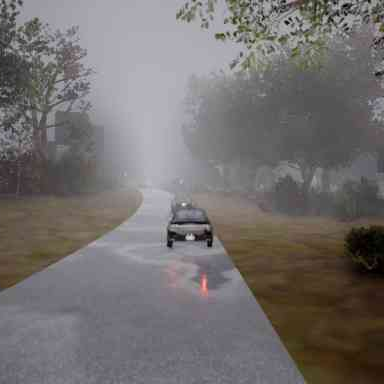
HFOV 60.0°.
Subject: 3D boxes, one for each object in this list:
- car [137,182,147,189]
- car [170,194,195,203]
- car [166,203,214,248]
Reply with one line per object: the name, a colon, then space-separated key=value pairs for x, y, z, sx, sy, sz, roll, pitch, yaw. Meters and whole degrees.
car: x=-11.391 y=-1.565 z=75.604 sx=1.837 sy=1.490 sz=4.892 roll=1 pitch=3 yaw=-15
car: x=-0.833 y=0.985 z=29.677 sx=2.097 sy=1.767 sz=4.553 roll=0 pitch=2 yaw=-4
car: x=-0.120 y=1.456 z=14.673 sx=2.128 sy=1.511 sz=4.902 roll=0 pitch=1 yaw=-1
